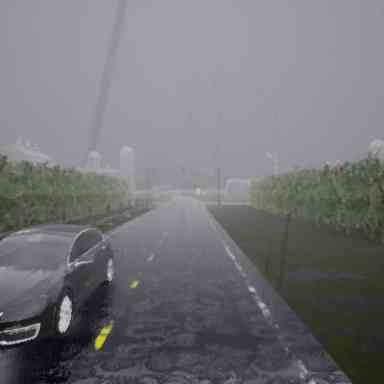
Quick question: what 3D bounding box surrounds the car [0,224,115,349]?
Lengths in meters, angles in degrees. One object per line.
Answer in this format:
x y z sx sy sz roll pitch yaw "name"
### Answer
-2.853 1.479 6.587 1.837 1.490 4.892 0 0 0 "car"
